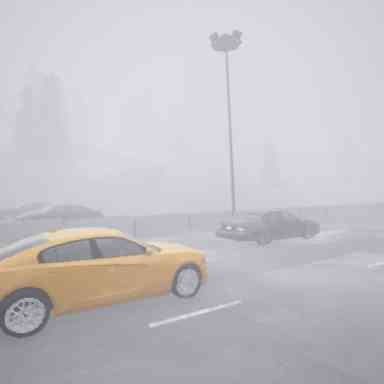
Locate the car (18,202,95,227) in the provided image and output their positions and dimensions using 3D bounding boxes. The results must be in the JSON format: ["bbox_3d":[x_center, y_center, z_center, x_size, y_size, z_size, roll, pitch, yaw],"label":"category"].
[{"bbox_3d":[-9.367,1.503,23.151,4.674,1.442,1.812,0,0,-36],"label":"car"}]

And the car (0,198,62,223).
[{"bbox_3d":[-12.260,1.461,25.378,5.008,1.535,1.882,0,0,-36],"label":"car"}]

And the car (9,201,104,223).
[{"bbox_3d":[-7.837,1.457,19.938,5.008,1.535,1.882,0,0,-36],"label":"car"}]

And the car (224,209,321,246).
[{"bbox_3d":[3.515,1.497,14.957,5.357,1.411,2.033,0,0,-36],"label":"car"}]

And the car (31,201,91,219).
[{"bbox_3d":[-11.786,1.572,30.042,4.718,1.301,1.895,0,0,-36],"label":"car"}]

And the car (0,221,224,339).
[{"bbox_3d":[-1.933,1.467,6.683,5.008,1.535,1.882,0,0,-36],"label":"car"}]
